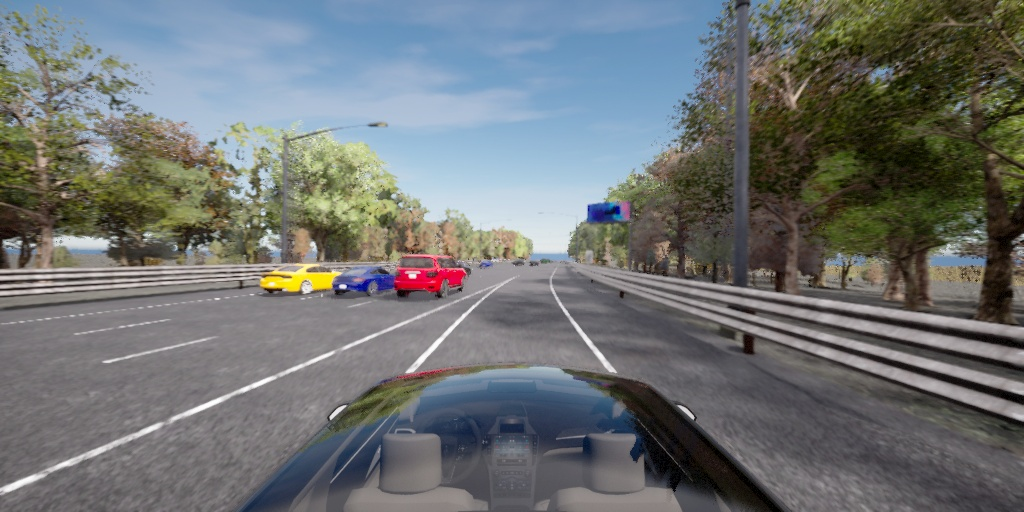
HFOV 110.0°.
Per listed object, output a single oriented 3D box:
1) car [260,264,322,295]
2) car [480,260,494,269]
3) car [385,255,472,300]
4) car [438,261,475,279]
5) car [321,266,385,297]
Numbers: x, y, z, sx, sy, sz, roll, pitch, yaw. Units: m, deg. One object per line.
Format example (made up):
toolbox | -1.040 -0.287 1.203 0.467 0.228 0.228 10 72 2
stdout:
car | -10.826 1.167 19.125 1.882 1.535 5.008 1 0 8
car | -4.512 1.502 64.354 1.812 1.442 4.674 1 0 8
car | -3.906 0.975 18.070 2.150 2.045 5.566 0 0 8
car | -5.201 1.310 34.090 2.128 1.511 4.902 1 0 8
car | -7.369 1.247 18.574 1.812 1.442 4.674 1 0 8
